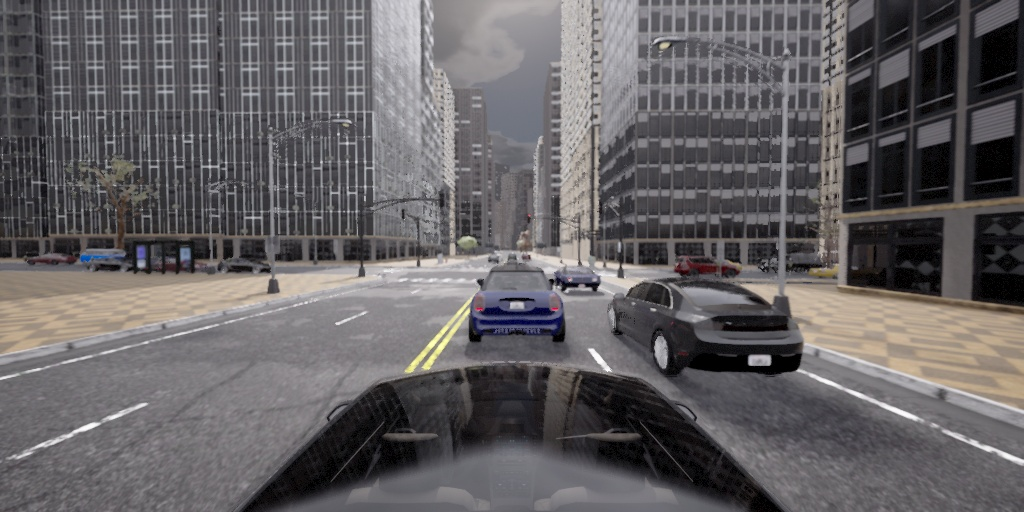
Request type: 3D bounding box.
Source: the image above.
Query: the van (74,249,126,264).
[{"bbox_3d":[-45.246,0.164,39.709,3.998,1.789,1.690,0,0,1],"label":"van"}]

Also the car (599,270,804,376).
[{"bbox_3d":[3.357,1.184,7.289,1.837,1.490,4.892,0,0,0],"label":"car"}]

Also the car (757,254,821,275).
[{"bbox_3d":[27.715,0.786,35.703,5.566,2.045,2.150,0,2,1],"label":"car"}]

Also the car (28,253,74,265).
[{"bbox_3d":[-50.928,0.351,39.830,4.207,1.307,1.802,0,0,1],"label":"car"}]

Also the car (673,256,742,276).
[{"bbox_3d":[16.224,0.938,30.155,5.009,1.841,2.192,0,0,1],"label":"car"}]

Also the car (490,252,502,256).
[{"bbox_3d":[-3.214,0.470,62.645,1.882,1.535,5.008,0,1,1],"label":"car"}]

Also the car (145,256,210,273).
[{"bbox_3d":[-28.384,0.799,30.861,4.207,1.307,1.802,0,0,1],"label":"car"}]

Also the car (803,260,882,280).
[{"bbox_3d":[27.672,1.250,29.947,4.829,1.417,1.751,0,0,1],"label":"car"}]

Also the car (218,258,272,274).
[{"bbox_3d":[-22.700,0.837,30.722,4.313,1.339,1.948,0,0,1],"label":"car"}]

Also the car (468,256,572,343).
[{"bbox_3d":[0.108,1.008,9.536,2.097,1.767,4.553,0,1,0],"label":"car"}]

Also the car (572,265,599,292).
[{"bbox_3d":[3.370,1.135,19.458,1.895,1.301,4.718,0,1,0],"label":"car"}]

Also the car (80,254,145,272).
[{"bbox_3d":[-34.065,0.729,31.039,4.313,1.339,1.948,0,0,1],"label":"car"}]
